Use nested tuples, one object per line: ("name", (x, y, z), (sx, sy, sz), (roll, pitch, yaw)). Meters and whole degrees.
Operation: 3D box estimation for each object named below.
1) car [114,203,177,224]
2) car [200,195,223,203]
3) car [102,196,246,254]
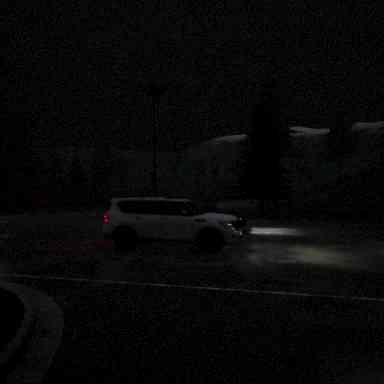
("car", (-3.435, 1.564, 24.710), (4.181, 1.385, 1.994), (0, 0, 13))
("car", (4.111, 1.491, 69.806), (2.128, 1.511, 4.902), (0, 0, -38))
("car", (-0.829, 1.222, 13.330), (5.566, 2.045, 2.150), (0, 0, 13))
